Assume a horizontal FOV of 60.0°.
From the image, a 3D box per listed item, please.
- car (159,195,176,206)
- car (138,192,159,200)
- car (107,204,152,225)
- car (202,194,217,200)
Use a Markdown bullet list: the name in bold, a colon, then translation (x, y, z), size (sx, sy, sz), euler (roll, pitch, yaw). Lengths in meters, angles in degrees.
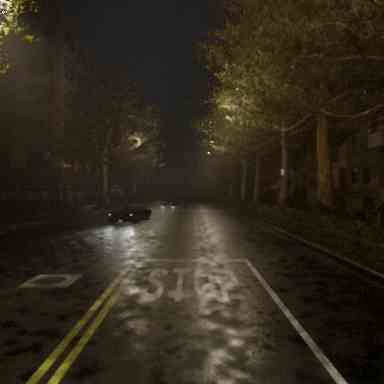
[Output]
- **car**: translation (-3.492, 1.385, 49.878), size (1.837, 1.490, 4.892), euler (0, 2, 0)
- **car**: translation (-10.721, 0.931, 82.756), size (5.566, 2.045, 2.150), euler (0, 0, 0)
- **car**: translation (-4.286, 1.532, 23.520), size (1.895, 1.301, 4.718), euler (0, 0, 8)
- **car**: translation (5.230, 1.246, 82.666), size (5.357, 1.411, 2.033), euler (0, 0, 0)
